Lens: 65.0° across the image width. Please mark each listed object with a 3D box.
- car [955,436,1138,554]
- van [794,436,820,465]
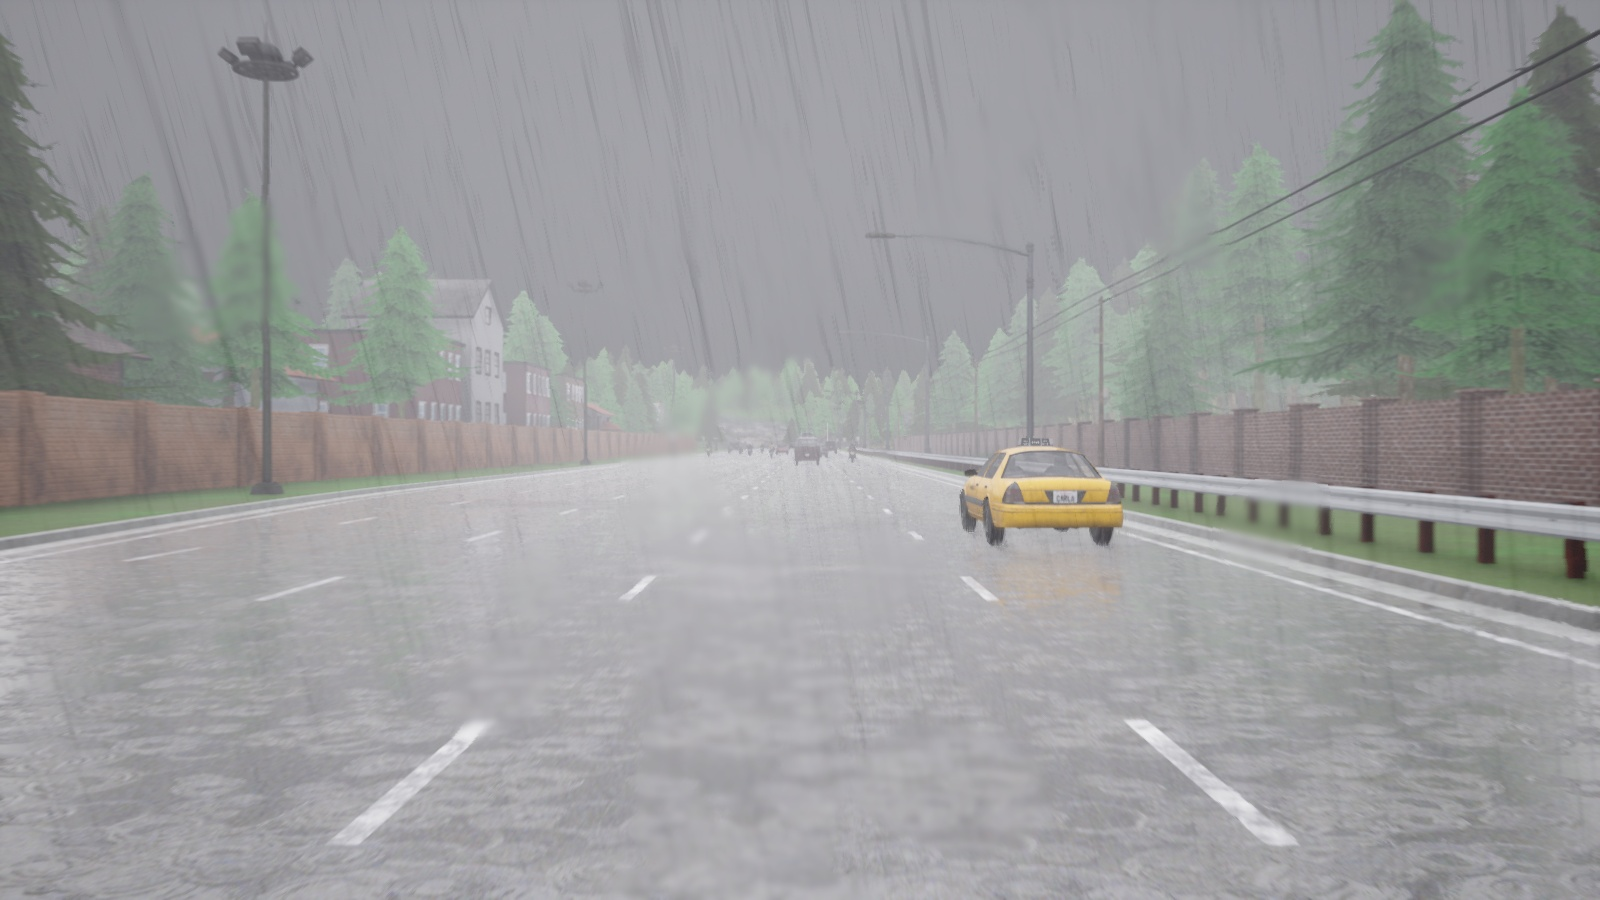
[{"bbox_3d":[3.626,0.587,19.479,1.801,1.575,5.366,0,0,0],"label":"car"},{"bbox_3d":[0.516,0.040,88.069,1.775,1.987,4.442,0,0,0],"label":"van"}]
